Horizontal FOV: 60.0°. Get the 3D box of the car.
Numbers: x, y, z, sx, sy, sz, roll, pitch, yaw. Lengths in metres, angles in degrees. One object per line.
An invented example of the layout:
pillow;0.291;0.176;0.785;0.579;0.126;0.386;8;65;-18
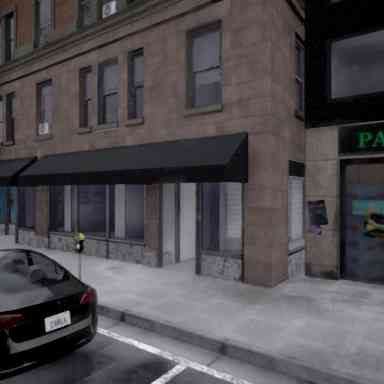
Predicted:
car;-3.278;1.566;5.151;4.313;1.339;1.947;0;0;36
